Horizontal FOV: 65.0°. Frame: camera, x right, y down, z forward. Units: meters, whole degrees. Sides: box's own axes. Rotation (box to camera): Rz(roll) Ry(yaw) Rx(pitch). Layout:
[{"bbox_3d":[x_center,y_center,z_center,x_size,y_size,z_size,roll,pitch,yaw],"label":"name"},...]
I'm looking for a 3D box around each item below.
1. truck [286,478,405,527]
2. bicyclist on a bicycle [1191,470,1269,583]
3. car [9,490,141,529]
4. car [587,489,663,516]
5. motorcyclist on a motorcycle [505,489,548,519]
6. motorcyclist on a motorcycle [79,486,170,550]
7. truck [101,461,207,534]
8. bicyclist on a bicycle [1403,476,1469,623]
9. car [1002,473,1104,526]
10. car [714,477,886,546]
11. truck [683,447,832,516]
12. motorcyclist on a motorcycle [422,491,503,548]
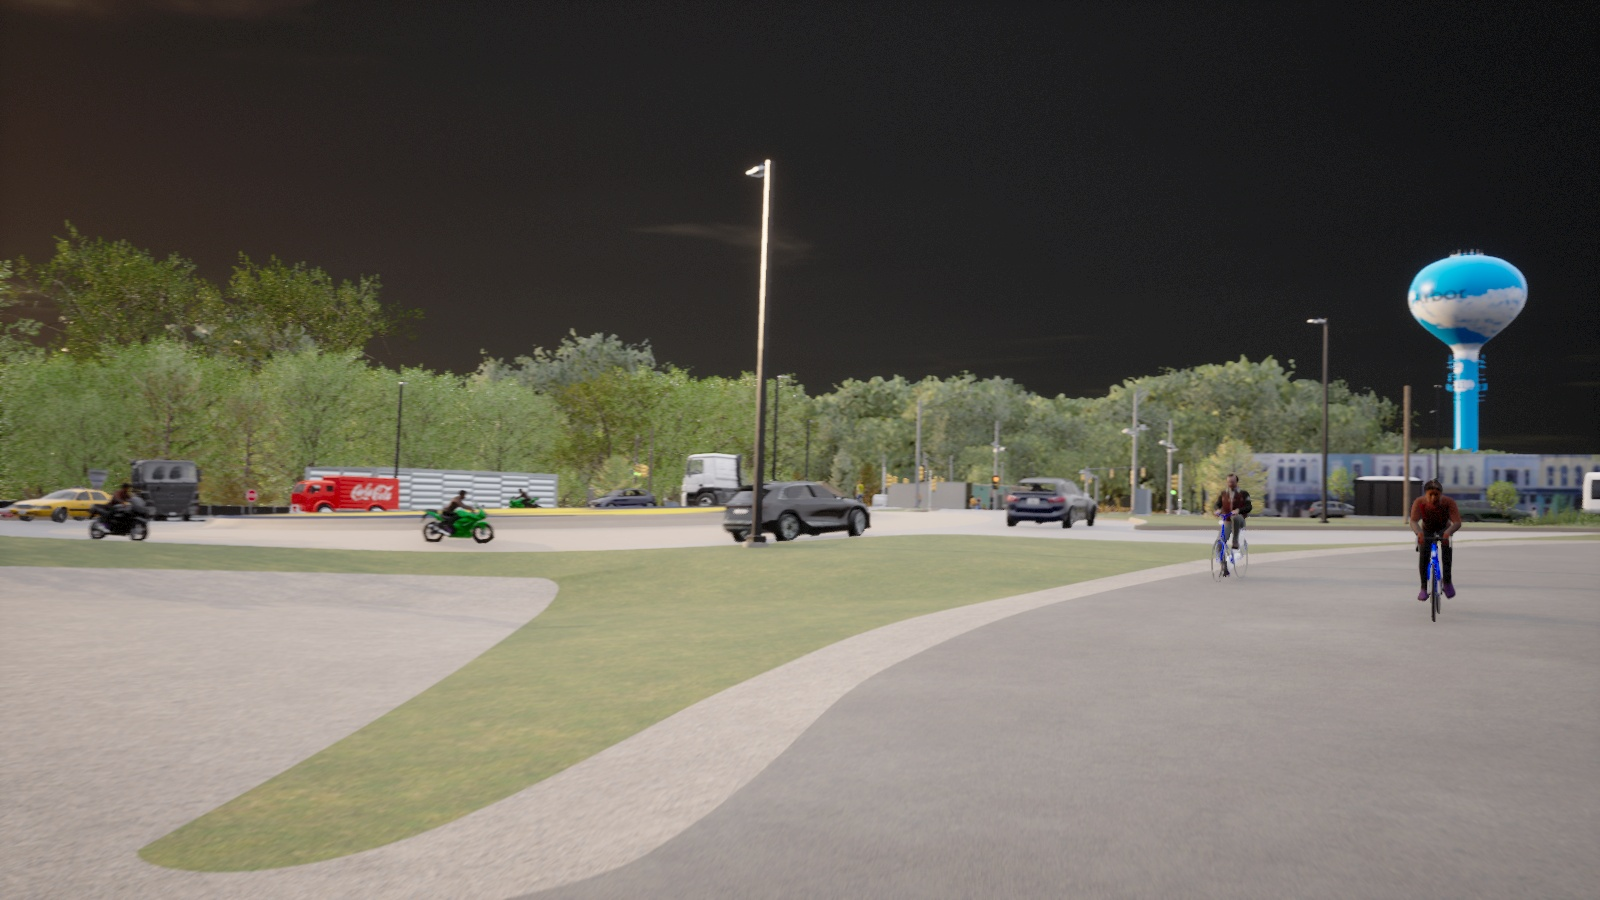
[{"bbox_3d":[-23.898,2.793,66.161,5.204,2.467,2.627,4,-4,-44],"label":"truck"},{"bbox_3d":[7.101,1.226,20.686,0.659,1.776,1.843,-2,-2,37],"label":"bicyclist on a bicycle"},{"bbox_3d":[-31.290,2.577,54.439,1.801,1.575,5.366,1,-2,11],"label":"car"},{"bbox_3d":[-10.570,3.171,75.826,4.193,1.474,1.816,0,-2,-40],"label":"car"},{"bbox_3d":[-14.901,2.949,68.465,2.044,1.523,0.797,-4,-3,5],"label":"motorcyclist on a motorcycle"},{"bbox_3d":[-17.040,1.715,31.684,2.044,1.523,0.797,0,-5,22],"label":"motorcyclist on a motorcycle"},{"bbox_3d":[-35.435,2.667,68.697,2.891,3.462,7.936,2,-6,-45],"label":"truck"},{"bbox_3d":[7.516,1.128,14.806,0.582,1.620,1.656,-1,-1,29],"label":"bicyclist on a bicycle"},{"bbox_3d":[8.769,1.661,43.239,2.242,1.667,4.611,0,-1,27],"label":"car"},{"bbox_3d":[0.074,1.672,34.981,2.033,1.649,4.856,-3,-1,42],"label":"car"},{"bbox_3d":[-2.417,1.841,69.694,7.936,3.462,2.891,-3,-5,31],"label":"truck"},{"bbox_3d":[-9.441,1.941,35.153,2.044,1.523,0.797,0,2,-1],"label":"motorcyclist on a motorcycle"}]
